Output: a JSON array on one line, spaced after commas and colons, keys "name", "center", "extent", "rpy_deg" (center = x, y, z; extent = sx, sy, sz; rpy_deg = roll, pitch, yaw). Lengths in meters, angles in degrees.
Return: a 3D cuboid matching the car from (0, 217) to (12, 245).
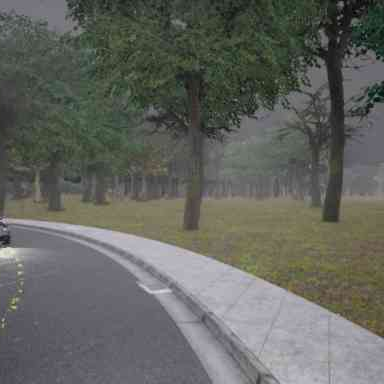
[{"name": "car", "center": [-9.189, 1.499, 14.150], "extent": [1.994, 1.385, 4.181], "rpy_deg": [1, 0, -43]}]
